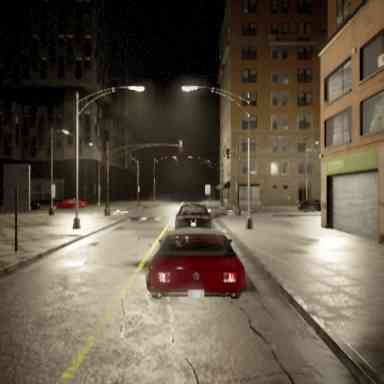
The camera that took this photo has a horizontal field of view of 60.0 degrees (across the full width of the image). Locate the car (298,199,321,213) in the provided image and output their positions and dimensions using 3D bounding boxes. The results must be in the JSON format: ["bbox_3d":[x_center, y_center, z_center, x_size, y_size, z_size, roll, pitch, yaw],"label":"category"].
[{"bbox_3d":[12.041,1.270,30.824,4.313,1.339,1.947,0,0,0],"label":"car"}]

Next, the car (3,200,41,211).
[{"bbox_3d":[-20.201,1.541,39.314,4.313,1.339,1.947,0,0,0],"label":"car"}]

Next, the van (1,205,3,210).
[{"bbox_3d":[-20.184,1.281,30.788,3.998,1.788,1.690,0,0,0],"label":"van"}]

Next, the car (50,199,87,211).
[{"bbox_3d":[-14.552,1.517,39.320,4.206,1.307,1.802,0,0,0],"label":"car"}]

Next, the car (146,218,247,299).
[{"bbox_3d":[0.082,1.561,8.281,1.895,1.301,4.718,0,0,0],"label":"car"}]

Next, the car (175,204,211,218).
[{"bbox_3d":[0.059,1.387,18.429,1.882,1.535,5.008,0,0,0],"label":"car"}]
